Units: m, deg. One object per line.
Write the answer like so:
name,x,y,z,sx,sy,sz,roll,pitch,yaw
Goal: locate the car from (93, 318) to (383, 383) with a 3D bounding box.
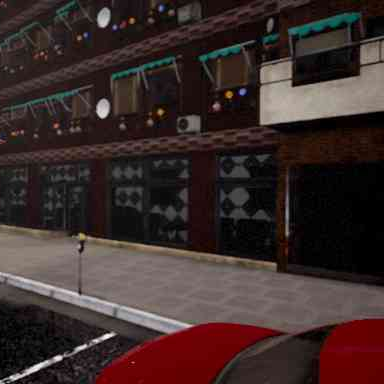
car,1.242,1.545,1.974,4.507,1.381,1.887,0,1,35
